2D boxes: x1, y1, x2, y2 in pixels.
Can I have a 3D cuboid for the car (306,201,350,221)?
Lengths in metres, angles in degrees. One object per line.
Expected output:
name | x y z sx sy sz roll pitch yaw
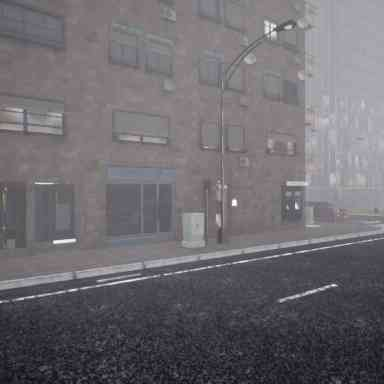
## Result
car | 11.901 1.619 30.351 2.097 1.767 4.553 -1 -1 -35
